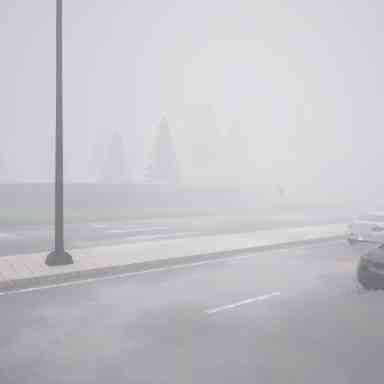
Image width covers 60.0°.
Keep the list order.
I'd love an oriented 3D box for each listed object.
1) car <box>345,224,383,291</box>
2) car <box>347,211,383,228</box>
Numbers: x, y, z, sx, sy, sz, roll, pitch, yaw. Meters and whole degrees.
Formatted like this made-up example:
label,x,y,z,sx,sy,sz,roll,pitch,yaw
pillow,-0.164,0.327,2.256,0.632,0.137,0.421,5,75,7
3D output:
label,x,y,z,sx,sy,sz,roll,pitch,yaw
car,5.744,1.564,7.844,4.181,1.385,1.994,0,0,-35
car,8.276,1.526,13.948,4.674,1.442,1.812,0,0,-35
